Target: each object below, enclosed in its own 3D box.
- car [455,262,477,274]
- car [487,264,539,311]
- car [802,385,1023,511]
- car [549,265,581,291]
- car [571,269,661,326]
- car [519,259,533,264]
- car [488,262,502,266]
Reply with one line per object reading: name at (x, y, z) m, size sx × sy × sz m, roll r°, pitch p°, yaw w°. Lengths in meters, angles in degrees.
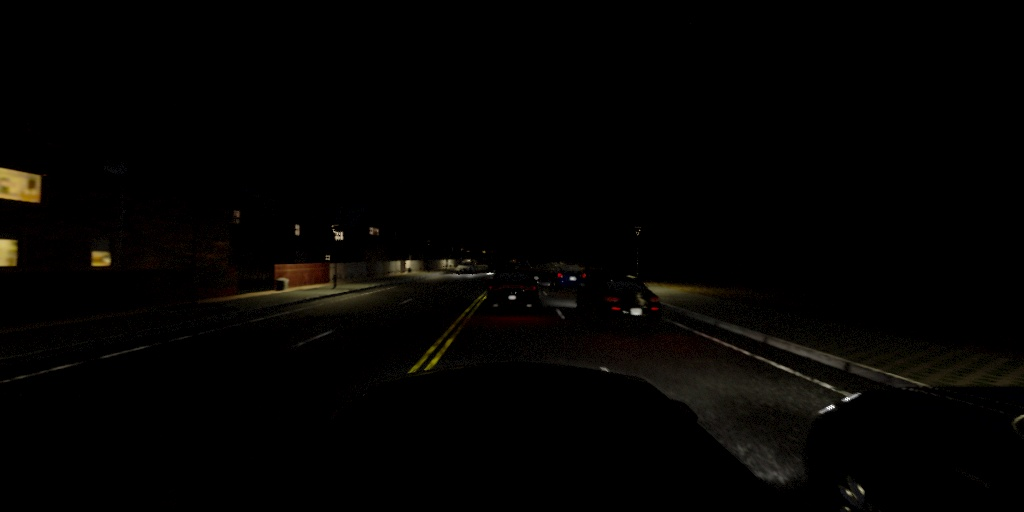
car at (-5.541, 1.420, 43.698) m, size 1.812 × 1.442 × 4.674 m, roll 0°, pitch 0°, yaw 3°
car at (0.071, 1.269, 14.739) m, size 1.882 × 1.535 × 5.008 m, roll 0°, pitch 0°, yaw 1°
car at (3.244, 1.102, 0.810) m, size 2.097 × 1.767 × 4.553 m, roll 0°, pitch 0°, yaw 0°
car at (3.508, 1.324, 22.756) m, size 2.163 × 1.488 × 4.792 m, roll 0°, pitch 0°, yaw 1°
car at (3.310, 1.310, 11.783) m, size 1.812 × 1.442 × 4.674 m, roll 0°, pitch 0°, yaw 1°
car at (2.270, 1.579, 64.594) m, size 1.895 × 1.301 × 4.718 m, roll 0°, pitch 0°, yaw 4°
car at (-2.084, 1.455, 47.251) m, size 2.033 × 1.411 × 5.357 m, roll 0°, pitch 0°, yaw 3°
